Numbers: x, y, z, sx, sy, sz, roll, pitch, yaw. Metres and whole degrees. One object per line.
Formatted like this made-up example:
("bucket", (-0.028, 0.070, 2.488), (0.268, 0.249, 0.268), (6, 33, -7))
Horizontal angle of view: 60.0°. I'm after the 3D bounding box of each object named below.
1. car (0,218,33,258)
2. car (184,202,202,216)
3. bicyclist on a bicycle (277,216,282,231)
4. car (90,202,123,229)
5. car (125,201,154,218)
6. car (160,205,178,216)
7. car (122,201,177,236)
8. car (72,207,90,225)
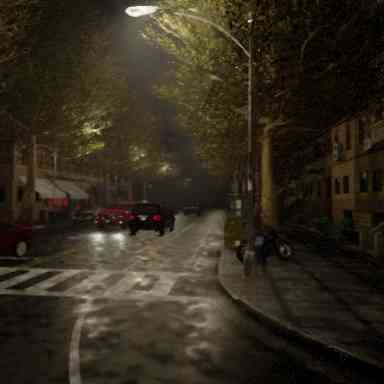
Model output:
("car", (-7.638, 1.684, 11.402), (1.882, 1.535, 5.008), (0, -1, 10))
("car", (0.193, 2.393, 47.661), (2.150, 2.045, 5.566), (0, -1, 7))
("bicyclist on a bicycle", (5.369, 1.921, 22.879), (1.656, 1.620, 0.582), (0, -1, 6))
("car", (-5.771, 1.819, 26.634), (2.150, 2.045, 5.566), (0, -1, 6))
("car", (-6.830, 2.239, 44.115), (2.435, 2.045, 5.566), (0, -1, 6))
("car", (-3.281, 2.689, 48.883), (1.812, 1.442, 4.674), (0, -1, 7))
("car", (-2.558, 1.742, 22.157), (2.150, 2.045, 5.566), (0, -1, 7))
("car", (-8.972, 2.124, 29.896), (2.231, 1.521, 4.892), (0, -1, 6))
